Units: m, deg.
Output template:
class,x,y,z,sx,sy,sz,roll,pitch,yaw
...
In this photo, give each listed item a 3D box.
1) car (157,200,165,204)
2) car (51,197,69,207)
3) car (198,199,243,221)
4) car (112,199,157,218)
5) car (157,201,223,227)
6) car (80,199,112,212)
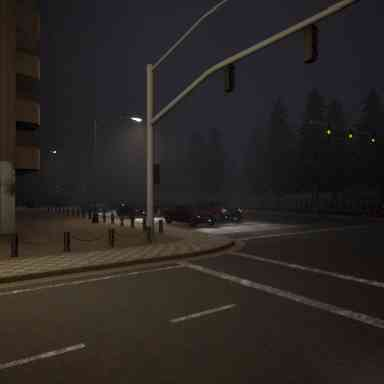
class,x,y,z,sx,sy,sz,roll,pitch,yaw
car,-3.316,1.547,33.749,2.128,1.511,4.902,0,0,-36
car,-20.714,1.578,52.087,1.882,1.535,5.008,0,0,-36
car,1.919,1.407,26.478,2.097,1.767,4.553,0,0,-36
car,-5.378,1.619,30.617,1.994,1.385,4.181,0,0,-36
car,-0.262,1.581,23.547,1.812,1.442,4.674,0,0,-37
car,-11.536,1.656,39.183,1.895,1.301,4.718,0,0,-36
